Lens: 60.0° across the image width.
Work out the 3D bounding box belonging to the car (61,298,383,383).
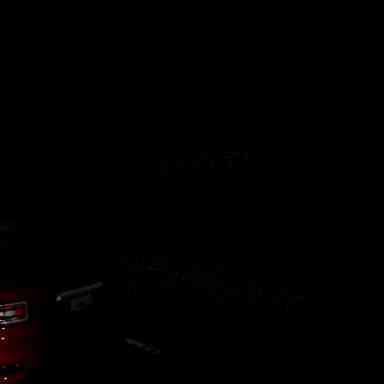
[{"bbox_3d":[1.323,1.582,1.862,4.206,1.307,1.802,0,0,36],"label":"car"}]

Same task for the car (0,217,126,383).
[{"bbox_3d":[-3.162,1.311,5.078,5.009,1.841,2.192,0,0,36],"label":"car"}]
